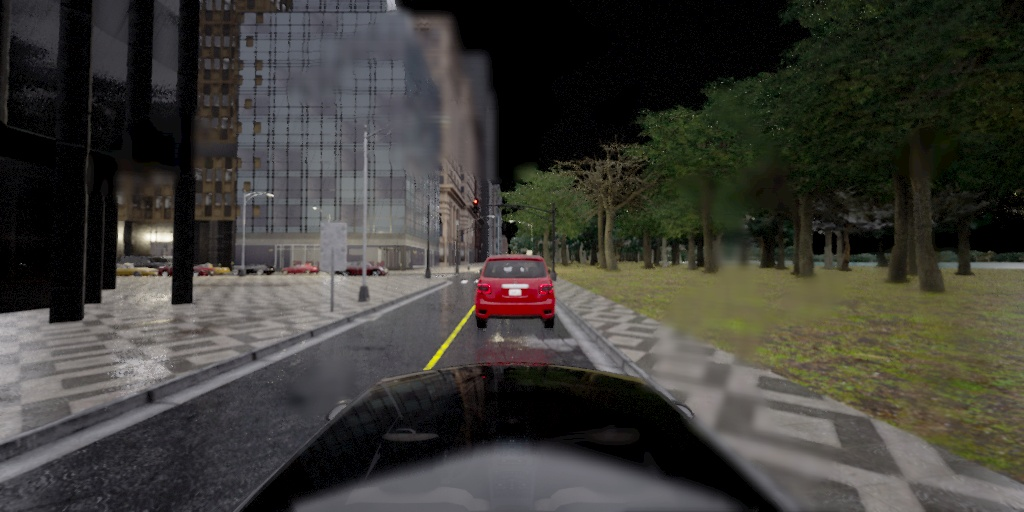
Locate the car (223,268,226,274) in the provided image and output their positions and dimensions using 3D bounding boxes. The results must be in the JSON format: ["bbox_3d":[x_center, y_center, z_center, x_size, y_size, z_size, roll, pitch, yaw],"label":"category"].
[{"bbox_3d":[-35.610,1.534,41.627,4.829,1.417,1.751,0,0,0],"label":"car"}]

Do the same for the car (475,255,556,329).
[{"bbox_3d":[0.097,0.995,11.498,2.150,2.045,5.566,0,0,0],"label":"car"}]

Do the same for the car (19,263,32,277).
[{"bbox_3d":[-46.415,1.211,33.098,4.097,1.591,1.967,0,0,0],"label":"car"}]

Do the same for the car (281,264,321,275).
[{"bbox_3d":[-24.466,1.584,41.635,4.207,1.307,1.802,0,0,0],"label":"car"}]

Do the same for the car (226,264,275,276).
[{"bbox_3d":[-29.952,1.571,41.631,4.313,1.339,1.948,0,0,0],"label":"car"}]

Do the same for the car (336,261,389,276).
[{"bbox_3d":[-13.520,1.192,33.121,4.097,1.591,1.967,0,0,-1],"label":"car"}]

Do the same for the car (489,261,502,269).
[{"bbox_3d":[-2.997,1.565,64.499,2.033,1.411,5.357,0,0,1],"label":"car"}]

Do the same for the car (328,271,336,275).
[{"bbox_3d":[-18.979,1.564,41.639,4.313,1.339,1.948,0,0,0],"label":"car"}]

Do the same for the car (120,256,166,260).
[{"bbox_3d":[-36.036,1.064,35.805,5.566,2.045,2.150,0,-2,0],"label":"car"}]

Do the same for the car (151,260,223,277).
[{"bbox_3d":[-29.951,1.307,33.110,4.507,1.381,1.888,0,0,0],"label":"car"}]

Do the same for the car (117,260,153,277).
[{"bbox_3d":[-35.269,1.290,33.106,4.829,1.417,1.751,0,0,0],"label":"car"}]
